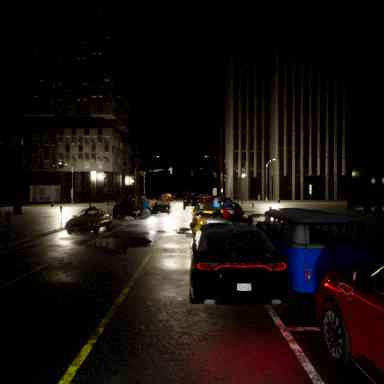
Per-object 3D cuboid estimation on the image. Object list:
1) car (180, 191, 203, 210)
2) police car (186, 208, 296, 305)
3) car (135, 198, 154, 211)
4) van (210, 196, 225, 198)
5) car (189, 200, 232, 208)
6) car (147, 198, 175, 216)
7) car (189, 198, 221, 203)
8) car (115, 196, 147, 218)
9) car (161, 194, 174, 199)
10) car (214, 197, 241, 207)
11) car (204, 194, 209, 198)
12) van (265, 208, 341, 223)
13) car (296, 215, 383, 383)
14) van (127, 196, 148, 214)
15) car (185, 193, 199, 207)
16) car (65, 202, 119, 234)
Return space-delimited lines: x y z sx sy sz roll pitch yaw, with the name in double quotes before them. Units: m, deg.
"car" -0.040 1.222 43.220 2.150 2.045 5.566 0 0 0
"police car" 0.890 1.425 8.280 1.930 1.638 5.238 0 0 0
"car" -5.808 1.525 41.216 1.752 1.417 4.829 0 0 0
"van" 2.732 1.340 30.332 1.690 1.788 3.998 0 0 0
"car" 0.881 1.454 18.360 1.801 1.575 5.366 0 0 0
"car" -3.033 1.600 33.041 1.895 1.301 4.718 0 0 0
"car" 0.875 1.454 24.359 1.801 1.575 5.366 0 0 0
"car" -5.800 1.314 30.337 2.192 1.841 5.009 0 0 0
"car" -5.840 1.335 73.951 2.192 1.841 5.009 0 0 0
"car" 2.739 1.439 24.807 1.967 1.590 4.097 0 0 0
"car" 2.725 1.314 35.858 2.192 1.841 5.009 0 0 0
"van" 2.758 1.341 8.230 1.690 1.788 3.998 0 0 0
"car" 2.764 1.315 2.705 2.192 1.841 5.009 0 0 0
"van" -5.804 1.340 35.862 1.690 1.788 3.998 0 0 0
"car" -0.053 1.236 53.593 2.150 2.045 5.566 0 0 0
"car" -5.790 1.524 19.117 1.752 1.417 4.829 0 0 0
